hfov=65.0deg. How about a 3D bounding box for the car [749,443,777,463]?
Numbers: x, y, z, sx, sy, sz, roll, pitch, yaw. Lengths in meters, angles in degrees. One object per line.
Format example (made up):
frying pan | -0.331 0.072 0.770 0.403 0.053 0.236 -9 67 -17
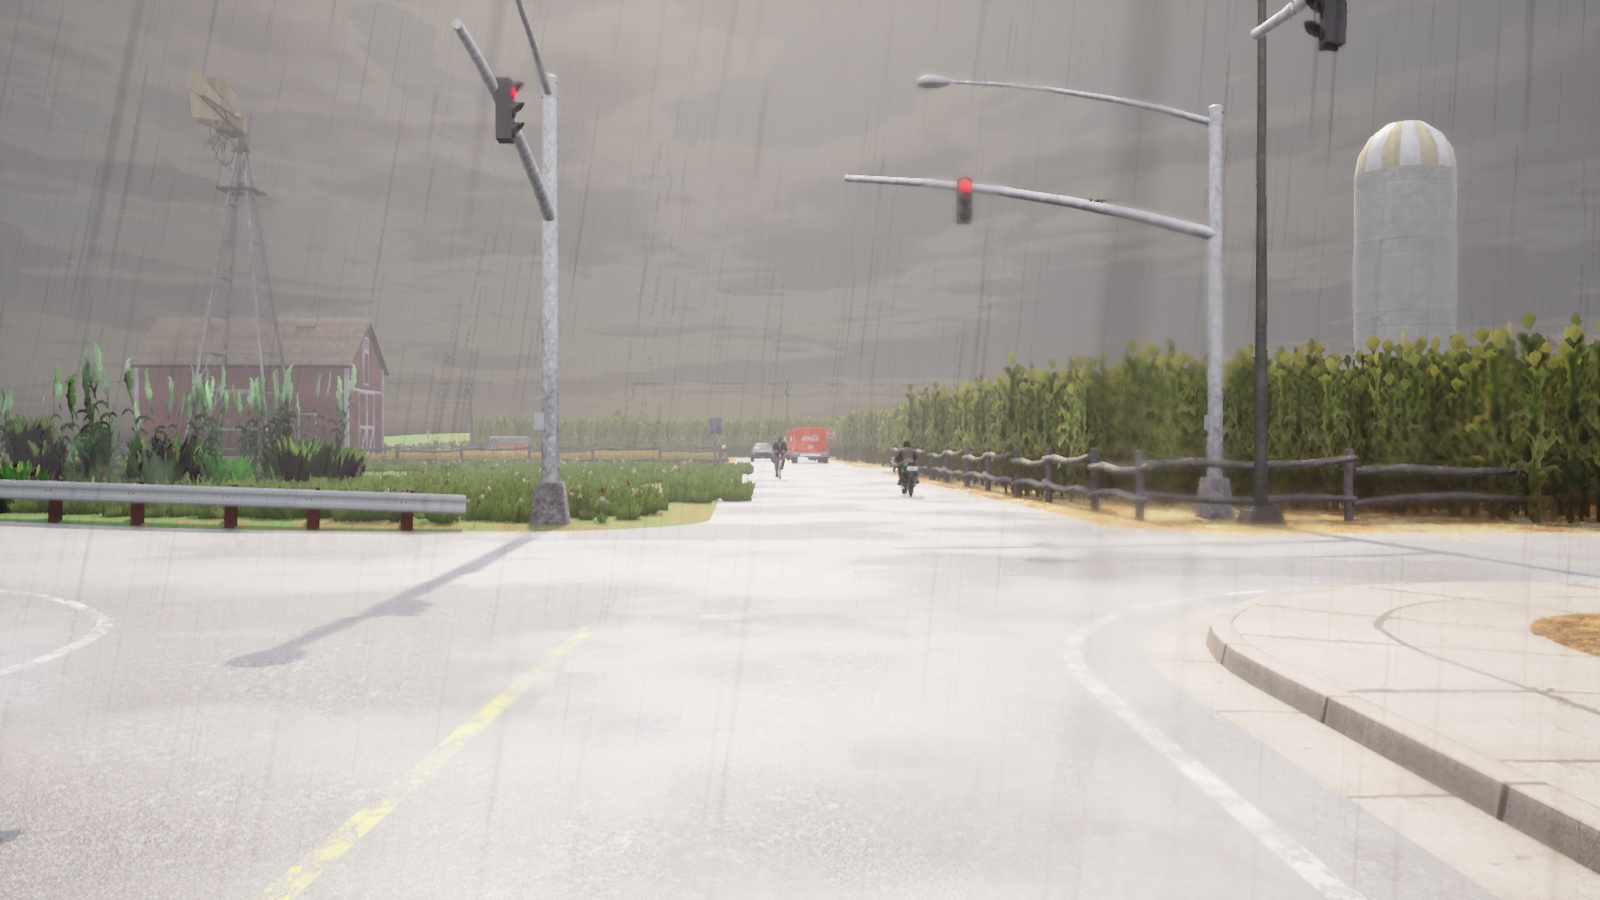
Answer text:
car | -2.762 0.189 93.088 2.033 1.411 5.357 0 0 -3

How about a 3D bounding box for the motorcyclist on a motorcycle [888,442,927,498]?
motorcyclist on a motorcycle | 2.951 0.528 34.739 0.797 1.523 2.044 0 0 -3

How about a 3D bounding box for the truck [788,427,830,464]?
truck | 0.599 -0.303 87.317 2.627 2.467 5.204 0 0 -3
